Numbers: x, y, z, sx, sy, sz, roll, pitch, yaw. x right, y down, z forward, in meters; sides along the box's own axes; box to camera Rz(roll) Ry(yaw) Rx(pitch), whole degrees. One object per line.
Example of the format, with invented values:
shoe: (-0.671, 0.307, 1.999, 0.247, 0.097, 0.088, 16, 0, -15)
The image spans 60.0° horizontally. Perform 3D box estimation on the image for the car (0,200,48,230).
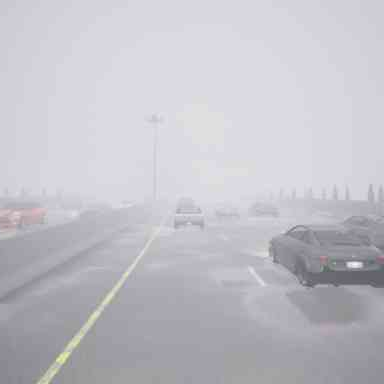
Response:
car: (-10.893, 1.353, 20.874, 2.097, 1.767, 4.553, 0, 0, -2)

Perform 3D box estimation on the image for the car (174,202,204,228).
car: (-0.235, 1.602, 22.239, 1.895, 1.301, 4.718, 0, 0, -2)

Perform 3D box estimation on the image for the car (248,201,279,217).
car: (6.530, 1.549, 30.776, 2.033, 1.411, 5.357, 0, 0, -2)

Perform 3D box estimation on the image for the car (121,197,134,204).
car: (-11.976, 1.658, 61.668, 1.895, 1.301, 4.718, 0, 0, -1)

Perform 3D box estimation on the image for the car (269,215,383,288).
car: (3.540, 1.564, 9.298, 1.994, 1.385, 4.181, 0, 0, -1)

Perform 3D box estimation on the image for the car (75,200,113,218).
car: (-7.557, 1.527, 26.750, 1.812, 1.442, 4.674, 0, 0, -2)

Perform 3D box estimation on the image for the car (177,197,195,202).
car: (-0.759, 1.354, 40.655, 2.097, 1.767, 4.553, 0, 0, -2)

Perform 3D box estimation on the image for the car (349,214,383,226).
car: (6.983, 1.564, 13.010, 1.994, 1.385, 4.181, 0, 0, -1)

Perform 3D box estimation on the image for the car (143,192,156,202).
car: (-8.651, 1.048, 68.038, 2.150, 2.045, 5.566, 0, 0, -2)

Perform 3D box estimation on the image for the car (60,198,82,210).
car: (-14.983, 1.508, 41.914, 1.837, 1.490, 4.892, 0, 0, -1)

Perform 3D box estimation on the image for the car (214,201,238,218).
car: (3.030, 1.527, 30.146, 1.812, 1.442, 4.674, 0, 0, -2)
